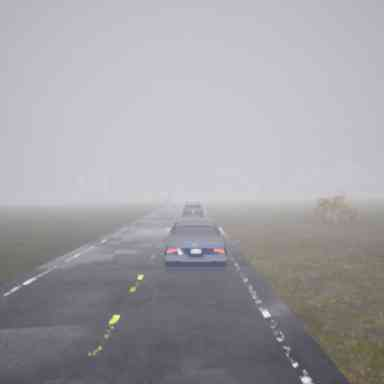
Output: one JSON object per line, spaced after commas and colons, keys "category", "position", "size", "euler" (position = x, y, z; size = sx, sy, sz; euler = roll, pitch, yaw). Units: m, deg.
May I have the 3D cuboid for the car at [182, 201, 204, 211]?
{"category": "car", "position": [0.103, 1.582, 31.446], "size": [2.128, 1.511, 4.902], "euler": [0, 0, 0]}

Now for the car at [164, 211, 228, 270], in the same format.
{"category": "car", "position": [0.100, 1.578, 11.038], "size": [2.033, 1.411, 5.357], "euler": [0, 0, 0]}
